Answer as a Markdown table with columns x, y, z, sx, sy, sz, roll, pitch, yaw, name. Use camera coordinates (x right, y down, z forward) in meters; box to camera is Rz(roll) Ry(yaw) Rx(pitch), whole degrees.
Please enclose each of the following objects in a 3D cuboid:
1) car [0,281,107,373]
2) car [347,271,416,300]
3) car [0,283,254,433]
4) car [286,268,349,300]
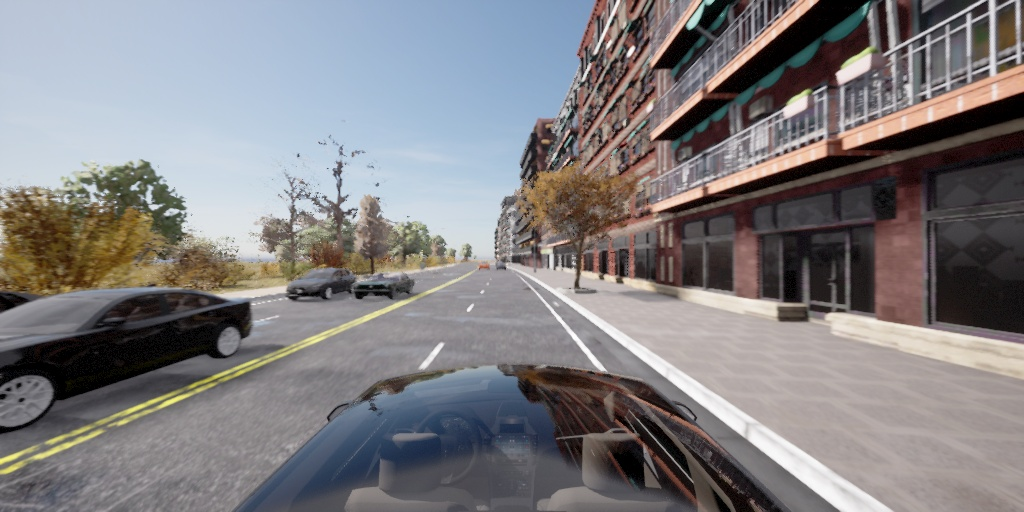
| x | y | z | sx | sy | sz | roll | pitch | yaw | name |
| --- | --- | --- | --- | --- | --- | --- | --- | --- | --- |
| -9.864 | 1.296 | 5.481 | 1.837 | 1.490 | 4.892 | 0 | 0 | 0 | car |
| -6.650 | 1.522 | 19.091 | 1.895 | 1.301 | 4.718 | 0 | -1 | 0 | car |
| -6.613 | 1.271 | 5.781 | 1.882 | 1.535 | 5.008 | 0 | 0 | 0 | car |
| -9.902 | 1.427 | 19.100 | 1.837 | 1.490 | 4.892 | 0 | 0 | 0 | car |
